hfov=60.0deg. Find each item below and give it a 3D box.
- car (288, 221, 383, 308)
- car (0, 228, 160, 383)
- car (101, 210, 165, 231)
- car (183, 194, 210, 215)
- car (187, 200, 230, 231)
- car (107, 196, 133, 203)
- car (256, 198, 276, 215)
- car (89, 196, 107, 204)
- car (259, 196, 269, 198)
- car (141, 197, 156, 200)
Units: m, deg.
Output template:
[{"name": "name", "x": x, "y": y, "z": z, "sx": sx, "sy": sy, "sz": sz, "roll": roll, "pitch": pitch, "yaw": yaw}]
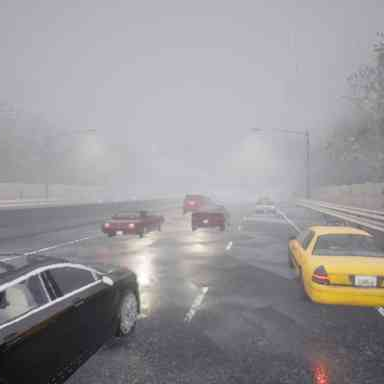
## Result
[{"name": "car", "x": 3.406, "y": 1.457, "z": 8.050, "sx": 1.801, "sy": 1.575, "sz": 5.366, "roll": 0, "pitch": 0, "yaw": 12}, {"name": "car", "x": -2.161, "y": 1.490, "z": 3.906, "sx": 2.128, "sy": 1.511, "sz": 4.902, "roll": 0, "pitch": 0, "yaw": 12}, {"name": "car", "x": -2.918, "y": 1.605, "z": 17.679, "sx": 1.895, "sy": 1.301, "sz": 4.718, "roll": 0, "pitch": 0, "yaw": 12}, {"name": "car", "x": 0.537, "y": 1.234, "z": 34.610, "sx": 2.150, "sy": 2.045, "sz": 5.566, "roll": 0, "pitch": 0, "yaw": 12}, {"name": "car", "x": 1.262, "y": 1.484, "z": 20.659, "sx": 1.882, "sy": 1.535, "sz": 5.008, "roll": 0, "pitch": 0, "yaw": 12}, {"name": "car", "x": -10.659, "y": 1.497, "z": 50.700, "sx": 1.882, "sy": 1.535, "sz": 5.008, "roll": 0, "pitch": 0, "yaw": 12}, {"name": "car", "x": 7.653, "y": 1.613, "z": 34.626, "sx": 1.895, "sy": 1.301, "sz": 4.718, "roll": 0, "pitch": 0, "yaw": 12}, {"name": "car", "x": -14.063, "y": 1.371, "z": 51.511, "sx": 2.097, "sy": 1.767, "sz": 4.553, "roll": 0, "pitch": 0, "yaw": 12}, {"name": "car", "x": 9.619, "y": 1.372, "z": 44.493, "sx": 2.097, "sy": 1.767, "sz": 4.553, "roll": 0, "pitch": 0, "yaw": 12}, {"name": "car", "x": -6.780, "y": 1.514, "z": 52.194, "sx": 2.128, "sy": 1.511, "sz": 4.902, "roll": 0, "pitch": 0, "yaw": 12}]
